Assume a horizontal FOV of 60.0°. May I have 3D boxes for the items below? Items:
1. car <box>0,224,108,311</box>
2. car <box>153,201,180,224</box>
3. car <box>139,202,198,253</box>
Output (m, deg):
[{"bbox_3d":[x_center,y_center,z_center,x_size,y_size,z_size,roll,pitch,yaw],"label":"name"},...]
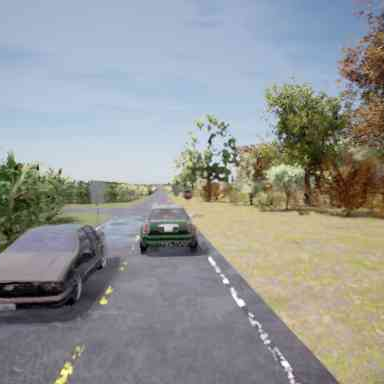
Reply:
[{"bbox_3d":[-3.325,1.543,8.240,2.033,1.411,5.357,0,0,-5],"label":"car"},{"bbox_3d":[-1.912,1.447,24.846,1.812,1.442,4.674,0,0,-5],"label":"car"},{"bbox_3d":[-0.980,1.313,13.770,2.097,1.767,4.553,0,0,-4],"label":"car"}]
